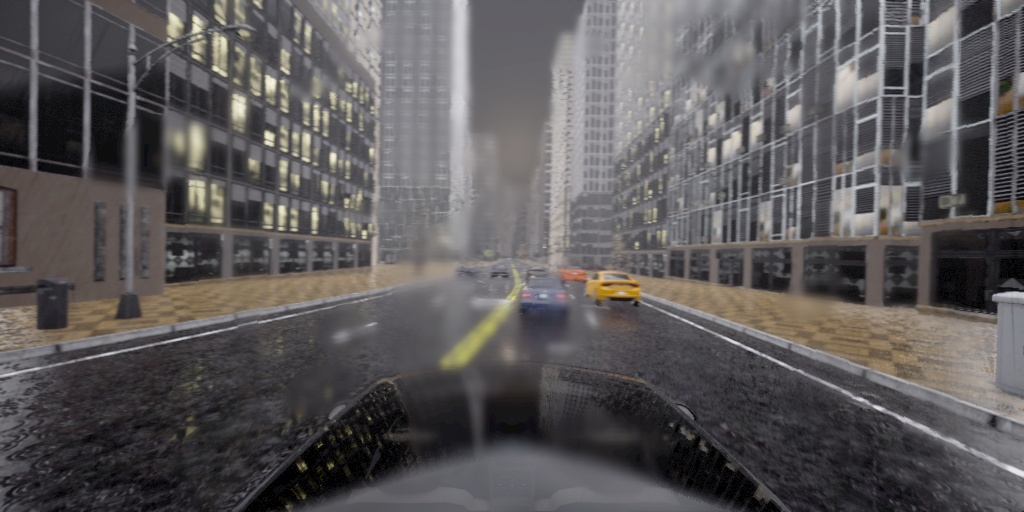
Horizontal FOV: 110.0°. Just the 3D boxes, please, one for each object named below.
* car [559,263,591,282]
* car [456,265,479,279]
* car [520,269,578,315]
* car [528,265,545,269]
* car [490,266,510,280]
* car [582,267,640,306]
[{"bbox_3d":[5.463,1.543,32.888,2.097,1.767,4.553,1,-1,1],"label":"car"},{"bbox_3d":[-4.409,1.606,35.996,1.895,1.301,4.718,1,-1,0],"label":"car"},{"bbox_3d":[1.344,1.463,14.585,2.033,1.411,5.357,1,-1,6],"label":"car"},{"bbox_3d":[2.222,1.616,33.342,2.128,1.511,4.902,1,0,1],"label":"car"},{"bbox_3d":[-1.158,1.677,36.012,1.895,1.301,4.718,1,-1,0],"label":"car"},{"bbox_3d":[4.865,1.508,17.793,1.882,1.535,5.008,1,-2,4],"label":"car"}]
